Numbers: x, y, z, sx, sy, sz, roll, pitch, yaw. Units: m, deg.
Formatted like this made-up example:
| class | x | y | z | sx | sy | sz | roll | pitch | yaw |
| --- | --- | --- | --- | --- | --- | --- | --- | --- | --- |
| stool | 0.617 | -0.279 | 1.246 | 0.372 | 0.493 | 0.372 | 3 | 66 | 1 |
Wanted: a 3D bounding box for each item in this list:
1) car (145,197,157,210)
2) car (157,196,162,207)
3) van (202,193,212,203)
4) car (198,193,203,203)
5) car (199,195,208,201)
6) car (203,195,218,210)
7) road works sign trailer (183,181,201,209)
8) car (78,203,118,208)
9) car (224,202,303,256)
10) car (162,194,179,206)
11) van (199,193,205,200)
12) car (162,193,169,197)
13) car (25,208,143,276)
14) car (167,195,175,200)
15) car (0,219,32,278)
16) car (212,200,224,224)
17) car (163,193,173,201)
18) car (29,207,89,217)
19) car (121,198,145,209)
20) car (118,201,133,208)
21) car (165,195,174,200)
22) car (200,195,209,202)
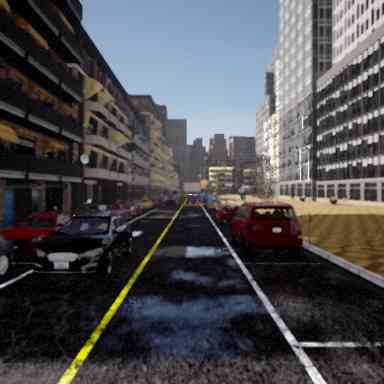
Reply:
| class | x | y | z | sx | sy | sz | roll | pitch | yaw |
| --- | --- | --- | --- | --- | --- | --- | --- | --- | --- |
| car | -5.691 | 1.440 | 40.350 | 1.752 | 1.417 | 4.829 | 0 | 0 | 0 |
| car | -5.691 | 1.450 | 46.046 | 1.887 | 1.381 | 4.507 | 0 | 0 | 0 |
| van | 2.688 | 1.246 | 46.045 | 1.690 | 1.788 | 3.998 | 0 | 0 | 0 |
| car | 2.689 | 1.325 | 62.625 | 1.967 | 1.590 | 4.097 | 0 | 0 | 0 |
| car | 2.691 | 1.452 | 79.206 | 1.802 | 1.307 | 4.206 | 0 | 0 | 0 |
| car | 2.689 | 1.439 | 40.690 | 1.752 | 1.417 | 4.829 | 0 | 0 | 0 |
| road works sign trailer | 0.003 | 0.372 | 44.042 | 2.380 | 3.560 | 2.880 | 0 | 0 | 0 |
| car | -5.694 | 1.398 | 18.414 | 1.967 | 1.590 | 4.097 | 0 | 0 | 0 |
| car | 2.686 | 1.284 | 12.885 | 2.192 | 1.841 | 5.009 | 0 | 0 | 0 |
| car | -3.064 | 1.461 | 51.413 | 1.994 | 1.385 | 4.181 | 0 | 0 | 0 |
| van | 2.691 | 1.203 | 90.259 | 1.690 | 1.788 | 3.998 | 0 | 0 | 0 |
| car | -5.690 | 1.430 | 62.627 | 1.887 | 1.381 | 4.507 | 0 | 0 | 0 |
| car | -3.072 | 1.467 | 10.312 | 2.128 | 1.511 | 4.902 | 0 | 0 | 0 |
| car | -5.688 | 1.413 | 90.260 | 2.008 | 1.369 | 4.403 | 0 | 0 | 0 |
| car | -5.694 | 1.533 | 7.360 | 2.008 | 1.369 | 4.403 | 0 | 0 | 0 |
| car | 2.687 | 1.491 | 23.940 | 1.887 | 1.381 | 4.507 | 0 | 0 | 0 |
| car | -5.691 | 1.185 | 79.206 | 2.192 | 1.841 | 5.009 | 0 | 0 | 0 |
| car | -5.693 | 1.514 | 12.886 | 1.887 | 1.381 | 4.507 | 0 | 0 | 0 |
| car | -5.693 | 1.375 | 29.467 | 1.967 | 1.590 | 4.097 | 0 | 0 | 0 |
| car | -5.693 | 1.528 | 23.941 | 1.802 | 1.307 | 4.206 | 0 | 0 | 0 |
| car | -5.688 | 1.416 | 84.734 | 2.008 | 1.369 | 4.403 | 0 | 0 | 0 |
| car | 2.691 | 1.456 | 73.680 | 1.802 | 1.307 | 4.206 | 0 | 0 | 0 |
